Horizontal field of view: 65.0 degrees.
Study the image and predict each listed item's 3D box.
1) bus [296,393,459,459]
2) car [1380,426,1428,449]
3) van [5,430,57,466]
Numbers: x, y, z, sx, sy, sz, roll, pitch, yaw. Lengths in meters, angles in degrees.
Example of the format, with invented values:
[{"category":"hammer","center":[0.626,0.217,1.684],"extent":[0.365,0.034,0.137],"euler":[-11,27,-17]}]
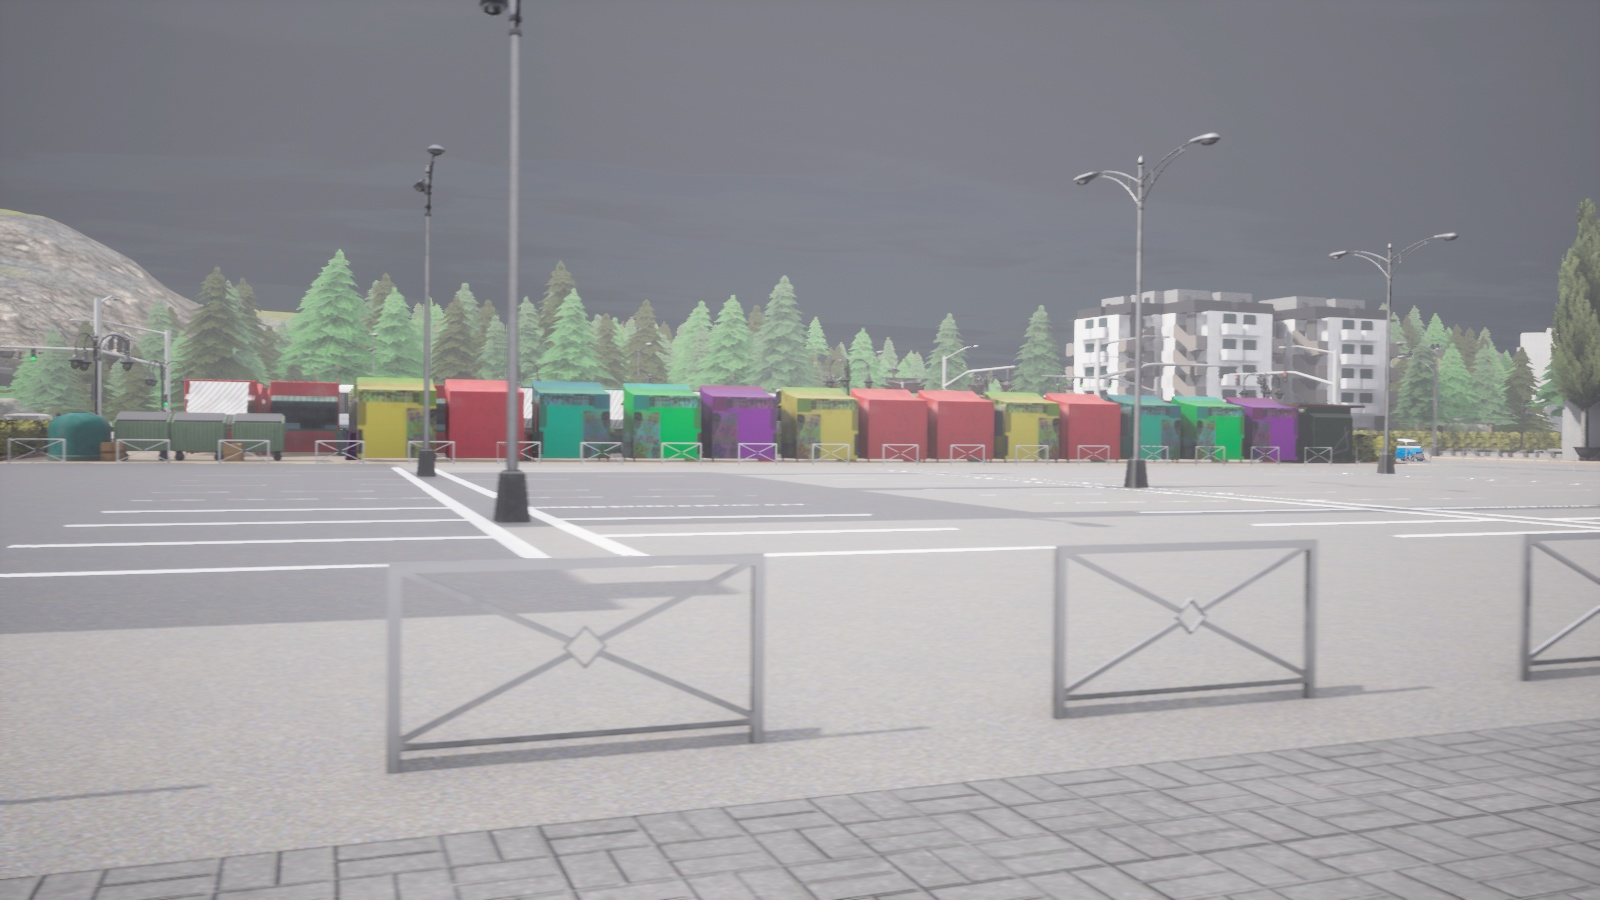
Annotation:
[{"category":"bus","center":[-28.688,-1.658,85.429],"extent":[10.273,4.253,3.944],"euler":[-1,1,-21]},{"category":"car","center":[36.699,-0.786,76.327],"extent":[1.481,1.376,2.207],"euler":[-1,1,-19]},{"category":"van","center":[-44.137,-0.163,72.159],"extent":[1.775,1.987,4.442],"euler":[-1,1,-21]}]
